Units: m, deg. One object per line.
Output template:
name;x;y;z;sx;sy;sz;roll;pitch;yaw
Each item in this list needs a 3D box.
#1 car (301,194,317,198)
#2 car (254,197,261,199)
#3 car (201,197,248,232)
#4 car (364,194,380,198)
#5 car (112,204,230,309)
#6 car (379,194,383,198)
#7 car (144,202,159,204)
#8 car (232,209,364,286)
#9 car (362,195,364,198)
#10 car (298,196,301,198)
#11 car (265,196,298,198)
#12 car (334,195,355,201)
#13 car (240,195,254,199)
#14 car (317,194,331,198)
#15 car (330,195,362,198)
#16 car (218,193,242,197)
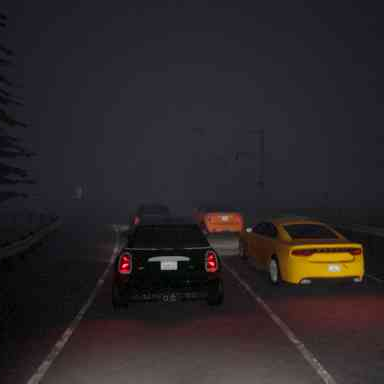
car;26.720;1.330;72.320;4.553;1.767;2.097;0;0;-19
car;15.194;1.481;64.696;4.892;1.490;1.837;0;0;-18
car;1.204;1.346;18.367;2.097;1.767;4.553;0;0;-12
car;42.556;1.329;76.667;4.553;1.767;2.097;0;0;-33
car;-0.630;1.349;8.121;2.097;1.767;4.553;0;0;-6
car;44.054;1.528;73.455;4.181;1.385;1.994;0;0;-33
car;-2.110;1.346;16.928;2.097;1.767;4.553;0;0;-12
car;2.729;1.474;9.484;1.882;1.535;5.008;0;0;-6
car;39.946;1.498;79.119;4.902;1.511;2.128;0;0;-33
car;23.513;1.527;74.892;4.181;1.385;1.994;0;0;-19
car;16.488;1.580;61.460;4.718;1.301;1.895;0;0;-18
car;37.386;1.511;81.598;5.357;1.411;2.033;0;0;-33
car;12.710;1.578;67.505;4.718;1.301;1.895;0;0;-19
car;29.284;1.331;69.534;4.553;1.767;2.097;0;0;-21
car;30.792;1.503;66.376;4.902;1.511;2.128;0;0;-21
car;7.964;1.201;69.573;5.566;2.045;2.150;0;0;-19
